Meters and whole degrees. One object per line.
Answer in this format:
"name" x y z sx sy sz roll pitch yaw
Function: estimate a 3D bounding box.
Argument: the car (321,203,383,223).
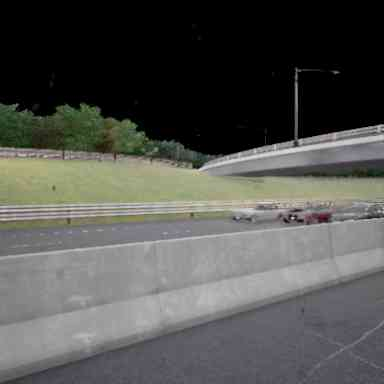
"car" 10.070 1.442 19.836 4.892 1.490 1.837 0 0 -36

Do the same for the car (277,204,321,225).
"car" 8.155 1.501 22.771 4.181 1.385 1.994 0 0 -36

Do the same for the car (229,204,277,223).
"car" 5.043 1.542 24.843 4.718 1.301 1.895 0 0 -36
